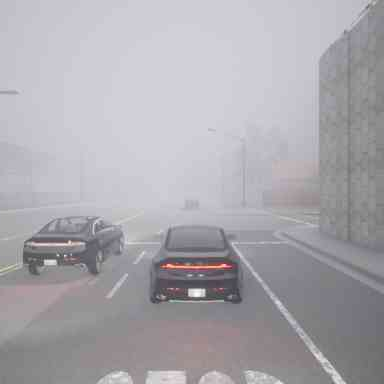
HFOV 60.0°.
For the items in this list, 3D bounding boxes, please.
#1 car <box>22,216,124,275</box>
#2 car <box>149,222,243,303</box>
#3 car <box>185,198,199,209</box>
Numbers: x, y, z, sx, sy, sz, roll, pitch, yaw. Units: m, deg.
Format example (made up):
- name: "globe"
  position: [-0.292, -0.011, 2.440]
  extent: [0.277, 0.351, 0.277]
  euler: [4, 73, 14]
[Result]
- name: "car"
  position: [-3.429, 1.492, 10.468]
  extent: [2.128, 1.511, 4.902]
  euler: [0, 0, 0]
- name: "car"
  position: [0.079, 1.505, 8.200]
  extent: [1.837, 1.490, 4.892]
  euler: [0, 0, 0]
- name: "car"
  position: [-0.022, 1.492, 44.190]
  extent: [2.128, 1.511, 4.902]
  euler: [0, 0, 0]
